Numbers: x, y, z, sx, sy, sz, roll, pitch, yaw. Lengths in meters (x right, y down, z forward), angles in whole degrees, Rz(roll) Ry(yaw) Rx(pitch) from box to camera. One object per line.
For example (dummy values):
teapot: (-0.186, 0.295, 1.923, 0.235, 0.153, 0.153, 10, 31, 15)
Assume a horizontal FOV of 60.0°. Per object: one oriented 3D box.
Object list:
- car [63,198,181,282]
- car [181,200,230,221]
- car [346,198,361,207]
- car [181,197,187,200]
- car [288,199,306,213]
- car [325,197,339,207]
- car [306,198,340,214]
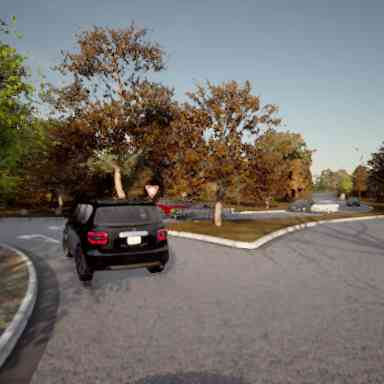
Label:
car: (-2.519, 1.187, 10.085, 2.150, 2.045, 5.566, 0, 0, -26)
car: (0.592, 1.560, 26.345, 4.718, 1.301, 1.895, 0, 0, -32)
car: (26.579, 1.708, 54.925, 1.837, 1.490, 4.892, 0, 0, 20)
car: (-2.099, 1.296, 28.407, 4.553, 1.767, 2.097, 0, 0, -34)
car: (13.326, 1.667, 40.046, 1.837, 1.490, 4.892, 1, 0, 44)
car: (23.589, 1.698, 56.193, 1.882, 1.535, 5.008, 0, 0, 20)
car: (14.917, 1.685, 37.093, 4.674, 1.442, 1.812, 1, 0, -45)
